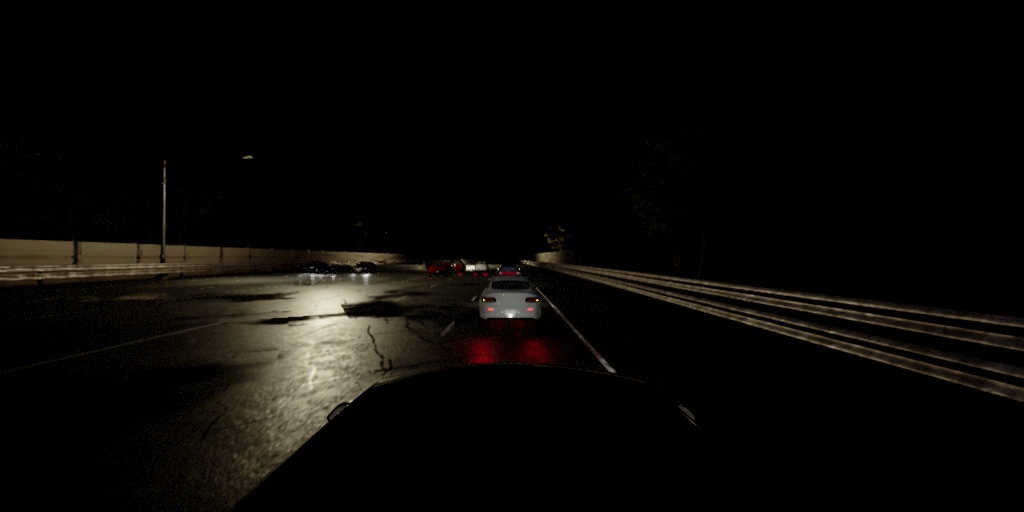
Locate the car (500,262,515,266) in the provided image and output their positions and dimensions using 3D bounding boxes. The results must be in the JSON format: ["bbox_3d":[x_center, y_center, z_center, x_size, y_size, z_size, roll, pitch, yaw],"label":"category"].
[{"bbox_3d":[-0.246,1.433,28.487,1.994,1.385,4.181,0,-1,-1],"label":"car"}]

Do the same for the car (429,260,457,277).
[{"bbox_3d":[-7.323,1.375,37.392,1.882,1.535,5.008,0,0,-1],"label":"car"}]

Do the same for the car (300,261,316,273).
[{"bbox_3d":[-25.199,1.365,46.048,1.837,1.490,4.892,2,-2,-1],"label":"car"}]

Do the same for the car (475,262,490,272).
[{"bbox_3d":[-4.116,1.503,49.385,1.812,1.442,4.674,0,0,-2],"label":"car"}]

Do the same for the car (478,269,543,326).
[{"bbox_3d":[-0.045,1.312,11.668,1.812,1.442,4.674,0,0,0],"label":"car"}]

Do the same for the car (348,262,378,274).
[{"bbox_3d":[-18.184,1.428,44.610,1.812,1.442,4.674,0,0,-2],"label":"car"}]

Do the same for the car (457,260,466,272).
[{"bbox_3d":[-7.639,1.319,49.735,2.097,1.767,4.553,0,0,-2],"label":"car"}]

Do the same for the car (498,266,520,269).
[{"bbox_3d":[-0.120,1.424,19.704,1.895,1.301,4.718,0,0,-1],"label":"car"}]

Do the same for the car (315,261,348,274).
[{"bbox_3d":[-21.669,1.489,44.028,1.895,1.301,4.718,0,0,-2],"label":"car"}]
